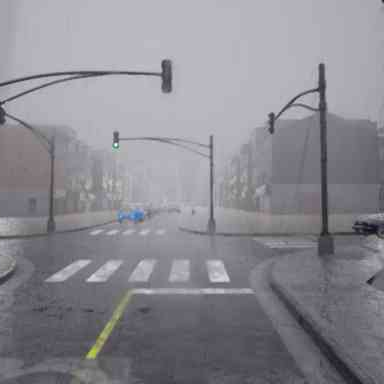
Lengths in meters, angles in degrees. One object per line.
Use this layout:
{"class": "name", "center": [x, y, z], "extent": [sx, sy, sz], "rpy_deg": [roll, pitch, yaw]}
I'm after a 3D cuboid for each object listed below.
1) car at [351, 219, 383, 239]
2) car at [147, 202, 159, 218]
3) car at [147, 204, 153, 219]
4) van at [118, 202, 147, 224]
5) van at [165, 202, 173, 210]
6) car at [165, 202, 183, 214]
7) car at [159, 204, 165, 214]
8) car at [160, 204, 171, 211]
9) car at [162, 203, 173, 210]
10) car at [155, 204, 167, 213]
{"class": "car", "center": [10.781, 1.633, 16.975], "extent": [4.718, 1.301, 1.895], "rpy_deg": [-1, -3, 0]}
{"class": "car", "center": [-5.405, 2.029, 37.753], "extent": [2.192, 1.841, 5.009], "rpy_deg": [2, -2, 0]}
{"class": "car", "center": [-5.400, 2.133, 32.763], "extent": [2.008, 1.369, 4.403], "rpy_deg": [2, -1, 0]}
{"class": "van", "center": [-5.386, 1.837, 29.449], "extent": [1.690, 1.788, 3.998], "rpy_deg": [2, -1, 0]}
{"class": "van", "center": [-5.509, 3.290, 80.058], "extent": [1.690, 1.788, 3.998], "rpy_deg": [1, -2, 0]}
{"class": "car", "center": [-2.833, 2.569, 52.817], "extent": [1.837, 1.490, 4.892], "rpy_deg": [0, -1, 0]}
{"class": "car", "center": [-5.437, 2.545, 48.323], "extent": [1.887, 1.381, 4.507], "rpy_deg": [2, -2, 0]}
{"class": "car", "center": [-5.488, 3.163, 69.476], "extent": [1.887, 1.381, 4.507], "rpy_deg": [1, -2, 0]}
{"class": "car", "center": [-5.498, 3.222, 74.767], "extent": [1.967, 1.590, 4.097], "rpy_deg": [1, -2, 0]}
{"class": "car", "center": [-5.463, 2.884, 58.899], "extent": [1.802, 1.307, 4.206], "rpy_deg": [2, -2, 0]}
